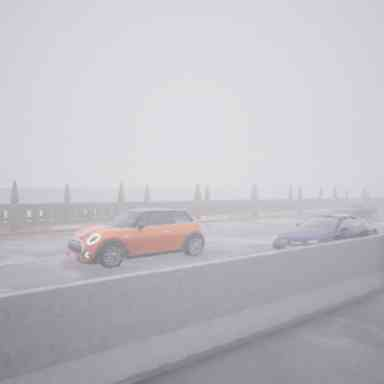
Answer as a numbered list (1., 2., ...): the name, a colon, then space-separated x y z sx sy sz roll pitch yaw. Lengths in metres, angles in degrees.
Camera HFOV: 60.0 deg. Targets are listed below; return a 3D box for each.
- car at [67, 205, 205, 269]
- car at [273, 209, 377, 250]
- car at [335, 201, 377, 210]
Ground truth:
1. car: -1.797 1.359 11.378 4.553 1.767 2.097 0 0 -36
2. car: 4.936 1.531 11.980 4.674 1.442 1.812 0 0 -37
3. car: 13.107 1.515 26.803 4.892 1.490 1.837 0 0 -37
